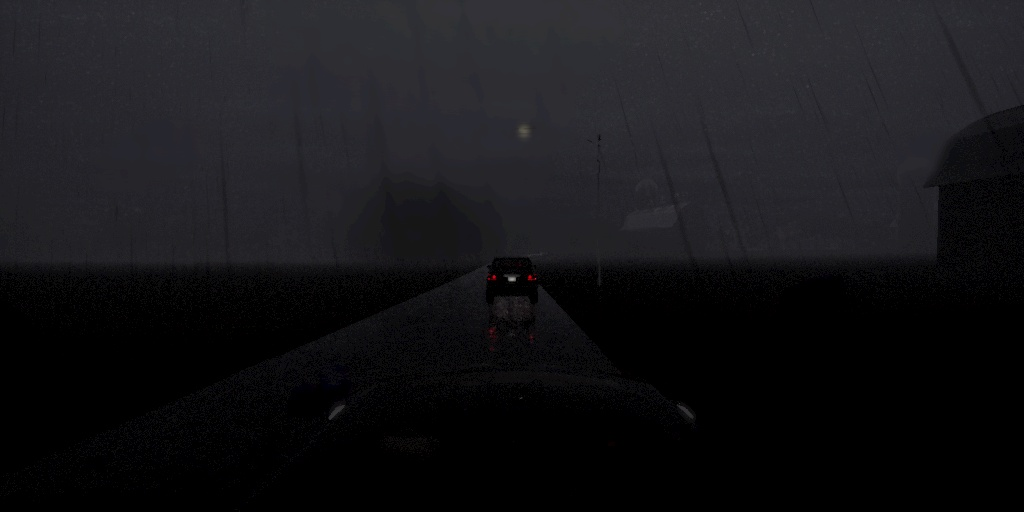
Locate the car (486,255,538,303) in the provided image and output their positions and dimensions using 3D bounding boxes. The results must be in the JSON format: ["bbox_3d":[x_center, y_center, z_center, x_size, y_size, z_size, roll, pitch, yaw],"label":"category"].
[{"bbox_3d":[0.000,0.989,16.530,2.150,2.045,5.566,0,0,0],"label":"car"}]
